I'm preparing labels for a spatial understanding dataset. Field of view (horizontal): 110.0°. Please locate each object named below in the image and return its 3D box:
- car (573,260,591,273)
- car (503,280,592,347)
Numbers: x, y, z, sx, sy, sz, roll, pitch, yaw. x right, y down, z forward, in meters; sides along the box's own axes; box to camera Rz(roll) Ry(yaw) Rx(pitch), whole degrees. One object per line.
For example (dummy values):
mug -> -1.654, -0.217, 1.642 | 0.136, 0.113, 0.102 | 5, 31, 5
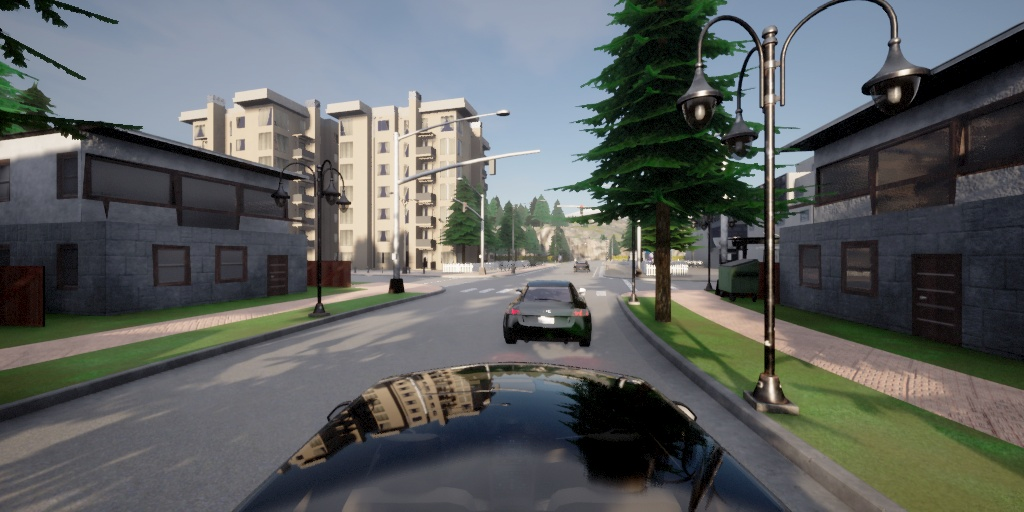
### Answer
car -> 8.776, 1.276, 44.988 | 2.128, 1.511, 4.902 | 0, 0, 14
car -> 1.005, 1.314, 9.454 | 1.994, 1.385, 4.181 | 0, 0, 8
